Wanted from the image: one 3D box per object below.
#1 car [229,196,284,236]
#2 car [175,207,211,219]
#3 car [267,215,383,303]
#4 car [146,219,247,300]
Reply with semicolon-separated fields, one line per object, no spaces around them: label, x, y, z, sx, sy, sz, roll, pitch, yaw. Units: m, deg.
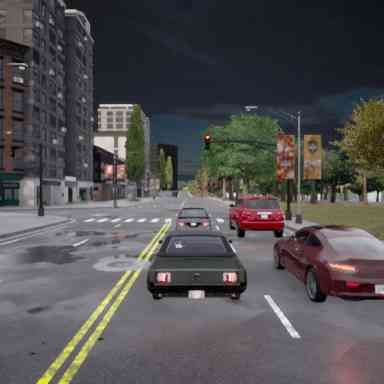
car;3.317;1.214;17.898;2.150;2.045;5.566;0;0;0
car;0.068;1.539;17.938;2.033;1.411;5.357;0;0;0
car;3.338;1.522;8.085;1.812;1.442;4.674;0;0;0
car;0.085;1.597;8.346;1.895;1.301;4.718;0;0;0
